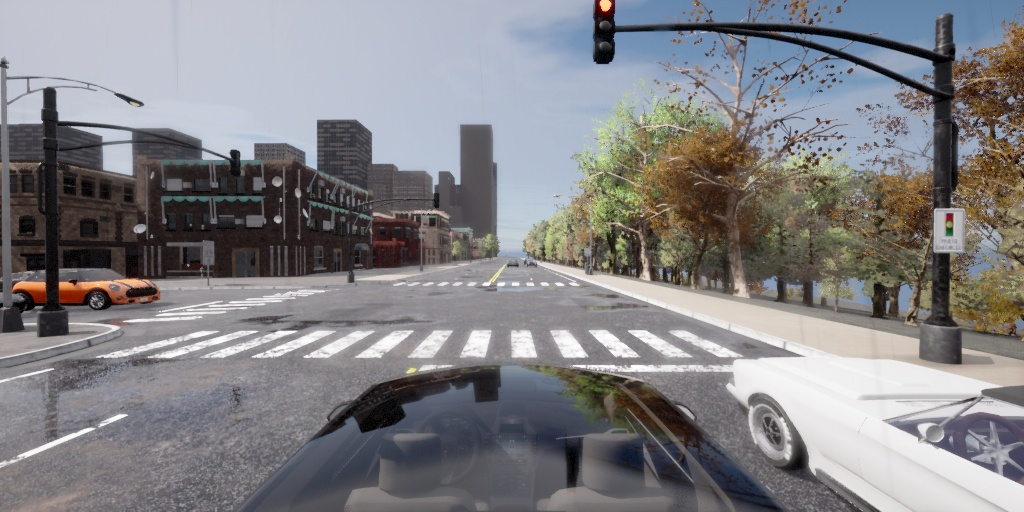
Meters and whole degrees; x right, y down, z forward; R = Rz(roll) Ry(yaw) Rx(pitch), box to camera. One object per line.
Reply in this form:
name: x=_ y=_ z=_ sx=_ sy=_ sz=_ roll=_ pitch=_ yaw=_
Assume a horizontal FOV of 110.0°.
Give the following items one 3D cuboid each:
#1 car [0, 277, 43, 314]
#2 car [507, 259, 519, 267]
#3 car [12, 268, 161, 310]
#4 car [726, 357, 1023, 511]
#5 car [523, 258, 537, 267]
car: x=-19.935 y=1.565 z=12.550 sx=4.313 sy=1.339 sz=1.948 roll=0 pitch=0 yaw=0
car: x=0.160 y=1.290 z=63.407 sx=1.994 sy=1.385 sz=4.181 roll=0 pitch=0 yaw=1
car: x=-17.965 y=1.301 z=15.284 sx=4.553 sy=1.767 sz=2.097 roll=-1 pitch=1 yaw=-1
car: x=3.350 y=1.351 z=1.900 sx=1.895 sy=1.301 sz=4.718 roll=0 pitch=0 yaw=0
car: x=3.422 y=1.327 z=63.685 sx=1.895 sy=1.301 sz=4.718 roll=0 pitch=0 yaw=0
